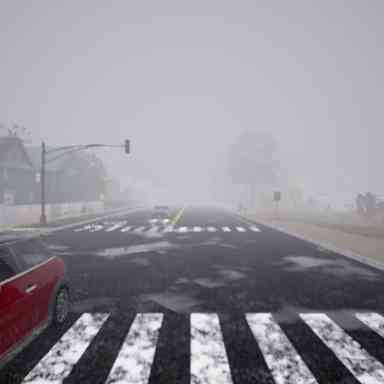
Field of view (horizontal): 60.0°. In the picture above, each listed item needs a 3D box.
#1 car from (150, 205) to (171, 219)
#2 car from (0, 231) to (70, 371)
[{"bbox_3d":[-3.249,2.073,35.240,2.033,1.411,5.357,0,-1,0],"label":"car"},{"bbox_3d":[-3.249,1.409,4.131,2.097,1.767,4.553,0,-1,0],"label":"car"}]
